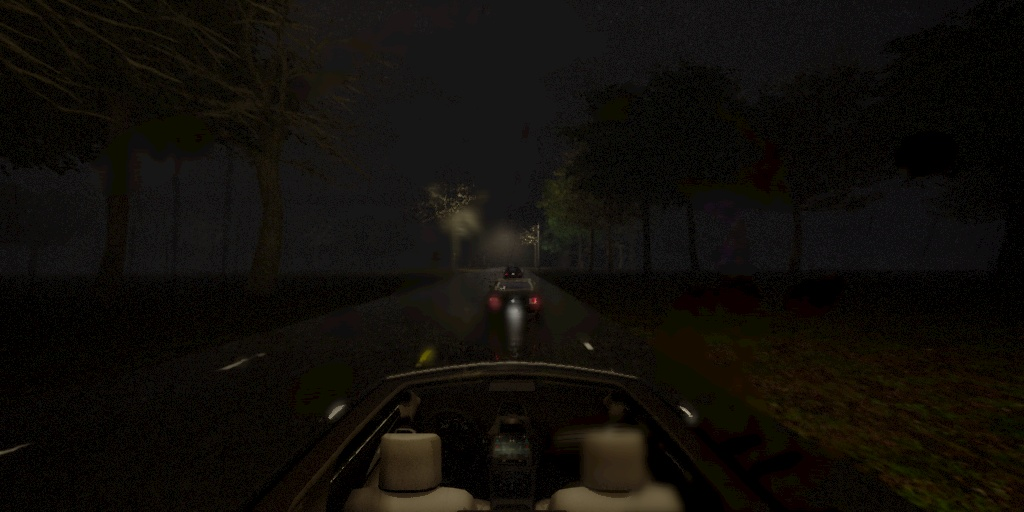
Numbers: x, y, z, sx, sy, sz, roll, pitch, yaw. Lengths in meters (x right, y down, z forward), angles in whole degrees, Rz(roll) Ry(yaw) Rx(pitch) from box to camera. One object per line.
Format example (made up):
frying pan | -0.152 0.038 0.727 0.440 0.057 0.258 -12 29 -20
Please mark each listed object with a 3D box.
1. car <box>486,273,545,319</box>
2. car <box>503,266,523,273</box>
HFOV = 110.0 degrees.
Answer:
car | 0.100 1.490 13.428 1.895 1.301 4.718 0 -1 0
car | 0.102 1.723 35.168 2.033 1.411 5.357 0 -1 0
